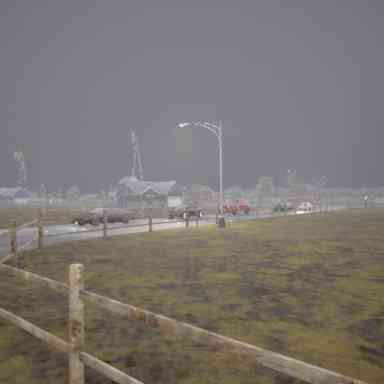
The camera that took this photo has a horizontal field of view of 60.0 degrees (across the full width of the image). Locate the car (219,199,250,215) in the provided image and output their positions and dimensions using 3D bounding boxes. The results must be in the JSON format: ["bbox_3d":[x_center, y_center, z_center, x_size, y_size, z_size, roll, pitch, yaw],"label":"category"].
[{"bbox_3d":[5.607,1.912,43.363,2.150,2.045,5.566,-2,-2,36],"label":"car"}]

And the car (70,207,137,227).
[{"bbox_3d":[-6.770,1.880,26.077,2.033,1.411,5.357,-2,-2,36],"label":"car"}]

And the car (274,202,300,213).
[{"bbox_3d":[13.430,2.243,47.934,1.837,1.490,4.892,-2,-2,36],"label":"car"}]

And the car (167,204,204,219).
[{"bbox_3d":[-0.590,2.013,34.704,1.837,1.490,4.892,-2,-2,36],"label":"car"}]

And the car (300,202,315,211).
[{"bbox_3d":[19.450,2.455,56.335,1.812,1.442,4.674,-2,-2,36],"label":"car"}]
